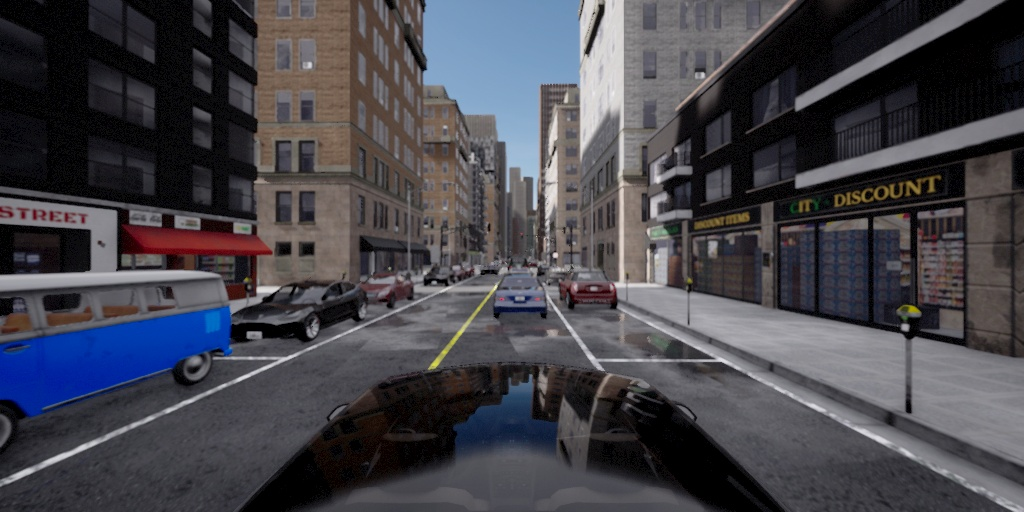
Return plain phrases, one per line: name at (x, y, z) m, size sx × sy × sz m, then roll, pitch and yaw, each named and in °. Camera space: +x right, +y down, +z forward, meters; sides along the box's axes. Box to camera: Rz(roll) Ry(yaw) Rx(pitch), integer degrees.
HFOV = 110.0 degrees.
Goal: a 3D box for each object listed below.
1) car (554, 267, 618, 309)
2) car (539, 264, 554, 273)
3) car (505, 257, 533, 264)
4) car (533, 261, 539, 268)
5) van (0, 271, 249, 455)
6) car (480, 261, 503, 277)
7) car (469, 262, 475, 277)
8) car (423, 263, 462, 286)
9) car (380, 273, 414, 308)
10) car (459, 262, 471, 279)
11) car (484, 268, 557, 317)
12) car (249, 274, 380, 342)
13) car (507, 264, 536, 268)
car at (3.093, 1.251, 15.278) m, size 1.967 × 1.591 × 4.097 m, roll 0°, pitch 0°, yaw 1°
car at (3.302, 1.412, 26.279) m, size 2.007 × 1.370 × 4.403 m, roll 0°, pitch 0°, yaw 1°
car at (0.642, 1.129, 36.079) m, size 2.150 × 2.045 × 5.566 m, roll 0°, pitch 0°, yaw 0°
car at (3.513, 1.479, 37.279) m, size 1.948 × 1.339 × 4.313 m, roll 0°, pitch 0°, yaw 1°
van at (-5.642, 1.101, 4.441) m, size 1.690 × 1.789 × 3.998 m, roll 0°, pitch 0°, yaw 1°
car at (-2.329, 1.524, 38.138) m, size 1.895 × 1.301 × 4.718 m, roll 0°, pitch 0°, yaw 1°
car at (-5.011, 1.352, 37.443) m, size 1.967 × 1.591 × 4.097 m, roll 0°, pitch 0°, yaw 1°
car at (-5.221, 1.426, 26.442) m, size 1.948 × 1.339 × 4.313 m, roll 0°, pitch 0°, yaw 1°
car at (-5.431, 1.392, 15.442) m, size 1.802 × 1.307 × 4.207 m, roll 0°, pitch 0°, yaw 1°
car at (-5.117, 1.468, 31.942) m, size 1.802 × 1.307 × 4.207 m, roll 0°, pitch 0°, yaw 1°
car at (0.299, 1.349, 13.369) m, size 2.033 × 1.411 × 5.357 m, roll 0°, pitch 0°, yaw 1°
car at (-5.537, 1.351, 9.941) m, size 1.948 × 1.339 × 4.313 m, roll 0°, pitch 0°, yaw 1°
car at (0.541, 1.461, 26.046) m, size 1.895 × 1.301 × 4.718 m, roll 0°, pitch 0°, yaw 1°
